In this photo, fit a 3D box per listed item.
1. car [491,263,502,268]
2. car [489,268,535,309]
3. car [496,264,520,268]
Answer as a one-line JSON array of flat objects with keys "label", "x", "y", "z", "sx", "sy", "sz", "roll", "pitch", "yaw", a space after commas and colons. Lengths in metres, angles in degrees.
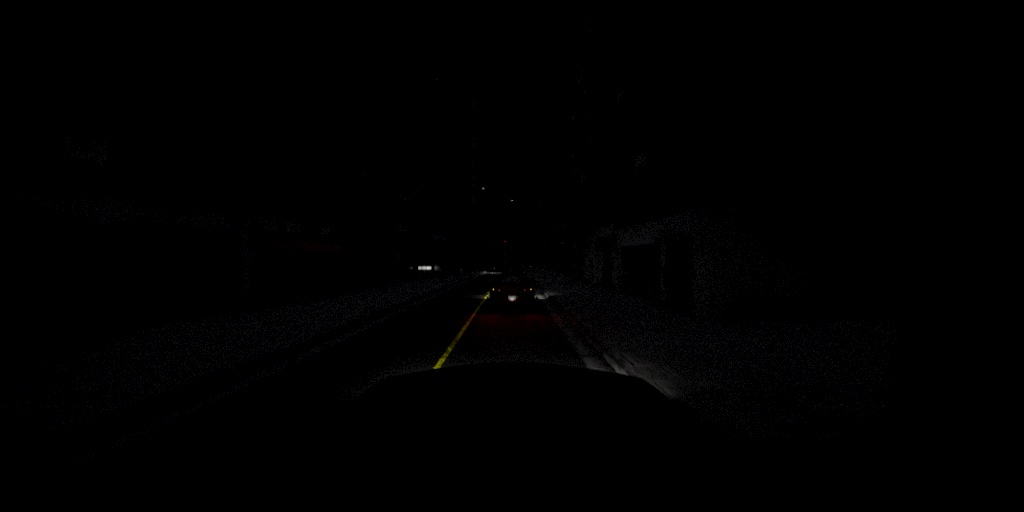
[{"label": "car", "x": -2.272, "y": 1.865, "z": 58.693, "sx": 1.837, "sy": 1.490, "sz": 4.892, "roll": 0, "pitch": -1, "yaw": 0}, {"label": "car", "x": 0.028, "y": 1.419, "z": 15.764, "sx": 1.812, "sy": 1.442, "sz": 4.674, "roll": 0, "pitch": 0, "yaw": 1}, {"label": "car", "x": 0.073, "y": 1.588, "z": 29.367, "sx": 2.033, "sy": 1.411, "sz": 5.357, "roll": 0, "pitch": -1, "yaw": 1}]
